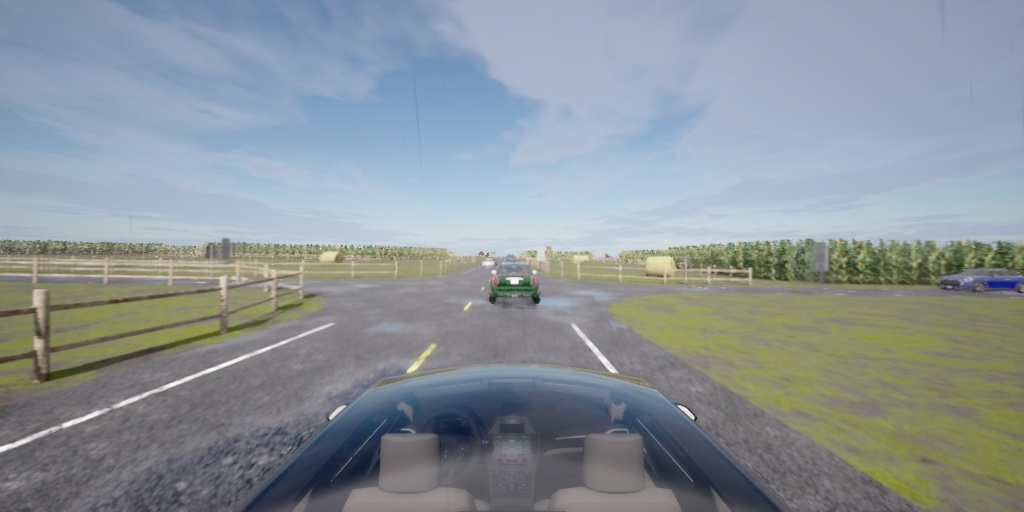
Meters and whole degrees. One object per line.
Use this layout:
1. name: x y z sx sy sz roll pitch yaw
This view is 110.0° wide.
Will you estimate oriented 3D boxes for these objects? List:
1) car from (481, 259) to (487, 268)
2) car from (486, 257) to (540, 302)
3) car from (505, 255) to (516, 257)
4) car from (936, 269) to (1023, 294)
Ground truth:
1. car: -3.697 1.184 56.601 1.812 1.442 4.674 0 0 0
2. car: 0.109 1.082 16.806 2.097 1.767 4.553 0 0 0
3. car: 0.058 1.049 37.655 2.097 1.767 4.553 0 0 0
4. car: 33.349 1.675 25.501 4.553 1.767 2.097 1 -1 0
